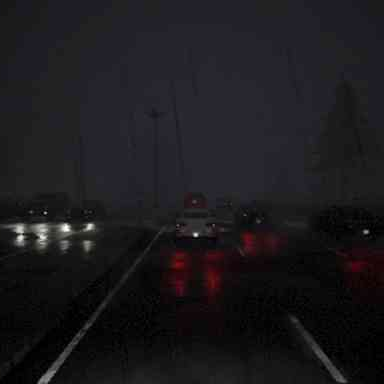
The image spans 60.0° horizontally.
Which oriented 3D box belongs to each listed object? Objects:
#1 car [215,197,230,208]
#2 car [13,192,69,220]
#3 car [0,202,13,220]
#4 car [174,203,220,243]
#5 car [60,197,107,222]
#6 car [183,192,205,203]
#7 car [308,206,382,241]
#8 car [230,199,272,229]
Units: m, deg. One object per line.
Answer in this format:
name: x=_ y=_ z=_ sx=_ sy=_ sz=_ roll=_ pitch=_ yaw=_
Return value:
car: x=3.745 y=1.336 z=39.422 sx=2.033 sy=1.411 sz=5.357 roll=0 pitch=0 yaw=0
car: x=-11.395 y=1.053 z=26.359 sx=2.150 sy=2.045 sz=5.566 roll=0 pitch=0 yaw=0
car: x=-14.903 y=1.444 z=25.908 sx=1.895 sy=1.301 sz=4.718 roll=0 pitch=0 yaw=0
car: x=0.162 y=1.441 z=15.453 sx=1.812 sy=1.442 sz=4.674 roll=0 pitch=0 yaw=0
car: x=-7.911 y=1.331 z=25.324 sx=1.882 sy=1.535 sz=5.008 roll=0 pitch=0 yaw=1
car: x=0.242 y=1.029 z=35.288 sx=2.150 sy=2.045 sz=5.566 roll=0 pitch=0 yaw=0
car: x=7.164 y=1.411 z=16.090 sx=2.128 sy=1.511 sz=4.902 roll=0 pitch=0 yaw=0
car: x=3.685 y=1.416 z=20.691 sx=1.812 sy=1.442 sz=4.674 roll=0 pitch=0 yaw=0
